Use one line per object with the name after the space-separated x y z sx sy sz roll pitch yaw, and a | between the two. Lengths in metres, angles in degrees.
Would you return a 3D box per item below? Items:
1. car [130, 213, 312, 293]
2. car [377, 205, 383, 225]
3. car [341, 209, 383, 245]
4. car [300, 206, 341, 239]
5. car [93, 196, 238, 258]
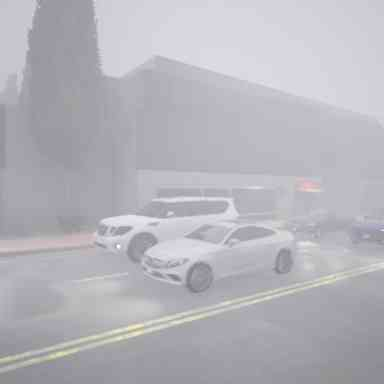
0.934 1.504 8.934 4.674 1.442 1.812 0 0 -35 | car
15.045 1.566 23.152 4.718 1.301 1.895 0 0 -35 | car
8.831 1.455 14.428 5.008 1.535 1.882 0 0 -35 | car
6.805 1.493 17.282 4.674 1.442 1.812 0 0 -35 | car
-0.668 1.191 12.098 5.566 2.045 2.150 0 0 -35 | car
